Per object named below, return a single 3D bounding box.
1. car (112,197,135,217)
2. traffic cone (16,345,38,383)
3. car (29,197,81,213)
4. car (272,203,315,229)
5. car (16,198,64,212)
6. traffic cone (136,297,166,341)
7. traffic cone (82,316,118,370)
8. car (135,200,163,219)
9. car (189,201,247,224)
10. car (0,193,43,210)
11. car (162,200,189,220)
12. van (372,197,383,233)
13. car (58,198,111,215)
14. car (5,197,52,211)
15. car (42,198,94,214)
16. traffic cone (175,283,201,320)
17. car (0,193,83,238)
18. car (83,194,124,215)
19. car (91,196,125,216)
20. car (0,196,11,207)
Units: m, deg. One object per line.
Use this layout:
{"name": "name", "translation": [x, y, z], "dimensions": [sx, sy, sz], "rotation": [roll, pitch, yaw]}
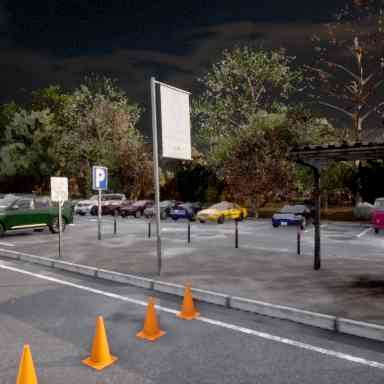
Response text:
{"name": "car", "translation": [-4.377, 1.469, 30.133], "dimensions": [2.097, 1.535, 5.008], "rotation": [0, 0, 35]}
{"name": "traffic cone", "translation": [-1.796, 1.957, 3.607], "dimensions": [0.340, 0.580, 0.340], "rotation": [0, 0, 35]}
{"name": "car", "translation": [-15.631, 1.444, 38.260], "dimensions": [1.946, 1.575, 5.366], "rotation": [0, 0, 35]}
{"name": "car", "translation": [6.958, 1.513, 22.125], "dimensions": [2.163, 1.488, 4.792], "rotation": [0, 0, 35]}
{"name": "car", "translation": [-18.022, 1.469, 39.679], "dimensions": [2.163, 1.488, 4.792], "rotation": [0, 0, 35]}
{"name": "traffic cone", "translation": [-0.645, 1.957, 5.240], "dimensions": [0.340, 0.580, 0.340], "rotation": [0, 0, 35]}
{"name": "traffic cone", "translation": [-1.220, 1.957, 4.423], "dimensions": [0.340, 0.580, 0.340], "rotation": [0, 0, 35]}
{"name": "car", "translation": [-2.105, 1.473, 28.537], "dimensions": [2.231, 1.521, 4.892], "rotation": [0, 0, 35]}
{"name": "car", "translation": [2.326, 1.475, 25.189], "dimensions": [1.946, 1.575, 5.366], "rotation": [0, 0, 35]}
{"name": "car", "translation": [-22.568, 1.153, 42.874], "dimensions": [2.435, 2.045, 5.566], "rotation": [0, 0, 35]}
{"name": "car", "translation": [0.178, 1.504, 26.960], "dimensions": [2.163, 1.488, 4.792], "rotation": [0, 0, 35]}
{"name": "van", "translation": [11.583, 1.264, 19.053], "dimensions": [1.878, 1.987, 4.442], "rotation": [0, 0, 35]}
{"name": "car", "translation": [-11.196, 1.461, 34.910], "dimensions": [2.231, 1.521, 4.892], "rotation": [0, 0, 35]}
{"name": "car", "translation": [-20.266, 1.452, 41.327], "dimensions": [2.163, 1.488, 4.792], "rotation": [0, 0, 35]}
{"name": "car", "translation": [-13.468, 1.455, 36.508], "dimensions": [2.097, 1.535, 5.008], "rotation": [0, 0, 35]}
{"name": "traffic cone", "translation": [-0.070, 1.957, 6.055], "dimensions": [0.340, 0.580, 0.340], "rotation": [0, 0, 36]}
{"name": "car", "translation": [-8.933, 1.221, 17.307], "dimensions": [2.435, 2.045, 5.566], "rotation": [0, 0, 35]}
{"name": "car", "translation": [-8.939, 1.212, 33.297], "dimensions": [2.435, 2.045, 5.566], "rotation": [0, 0, 35]}
{"name": "car", "translation": [-6.648, 1.466, 31.728], "dimensions": [2.097, 1.535, 5.008], "rotation": [0, 0, 35]}
{"name": "car", "translation": [-29.259, 1.332, 47.839], "dimensions": [1.946, 1.575, 5.366], "rotation": [1, 0, 35]}
